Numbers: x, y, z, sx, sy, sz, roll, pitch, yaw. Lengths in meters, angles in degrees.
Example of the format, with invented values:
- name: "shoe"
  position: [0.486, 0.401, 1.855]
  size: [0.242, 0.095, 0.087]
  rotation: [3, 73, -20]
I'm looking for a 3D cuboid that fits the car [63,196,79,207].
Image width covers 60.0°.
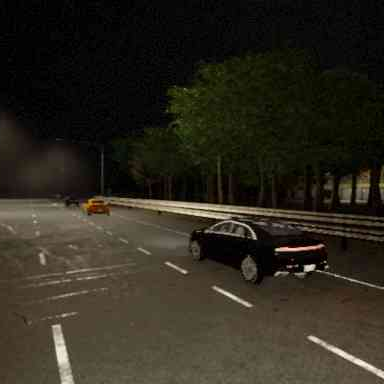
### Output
- name: "car"
  position: [-18.029, 1.456, 49.722]
  size: [1.837, 1.490, 4.892]
  rotation: [0, 0, -26]

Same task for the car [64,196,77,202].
- name: "car"
  position: [-25.980, 1.459, 70.987]
  size: [1.895, 1.301, 4.718]
  rotation: [0, 0, -11]

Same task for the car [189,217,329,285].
- name: "car"
  position: [1.578, 1.485, 9.652]
  size: [2.128, 1.511, 4.902]
  rotation: [0, 0, -26]

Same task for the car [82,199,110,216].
- name: "car"
  position: [-9.183, 1.440, 31.631]
  size: [1.882, 1.535, 5.008]
  rotation: [0, 0, -26]
